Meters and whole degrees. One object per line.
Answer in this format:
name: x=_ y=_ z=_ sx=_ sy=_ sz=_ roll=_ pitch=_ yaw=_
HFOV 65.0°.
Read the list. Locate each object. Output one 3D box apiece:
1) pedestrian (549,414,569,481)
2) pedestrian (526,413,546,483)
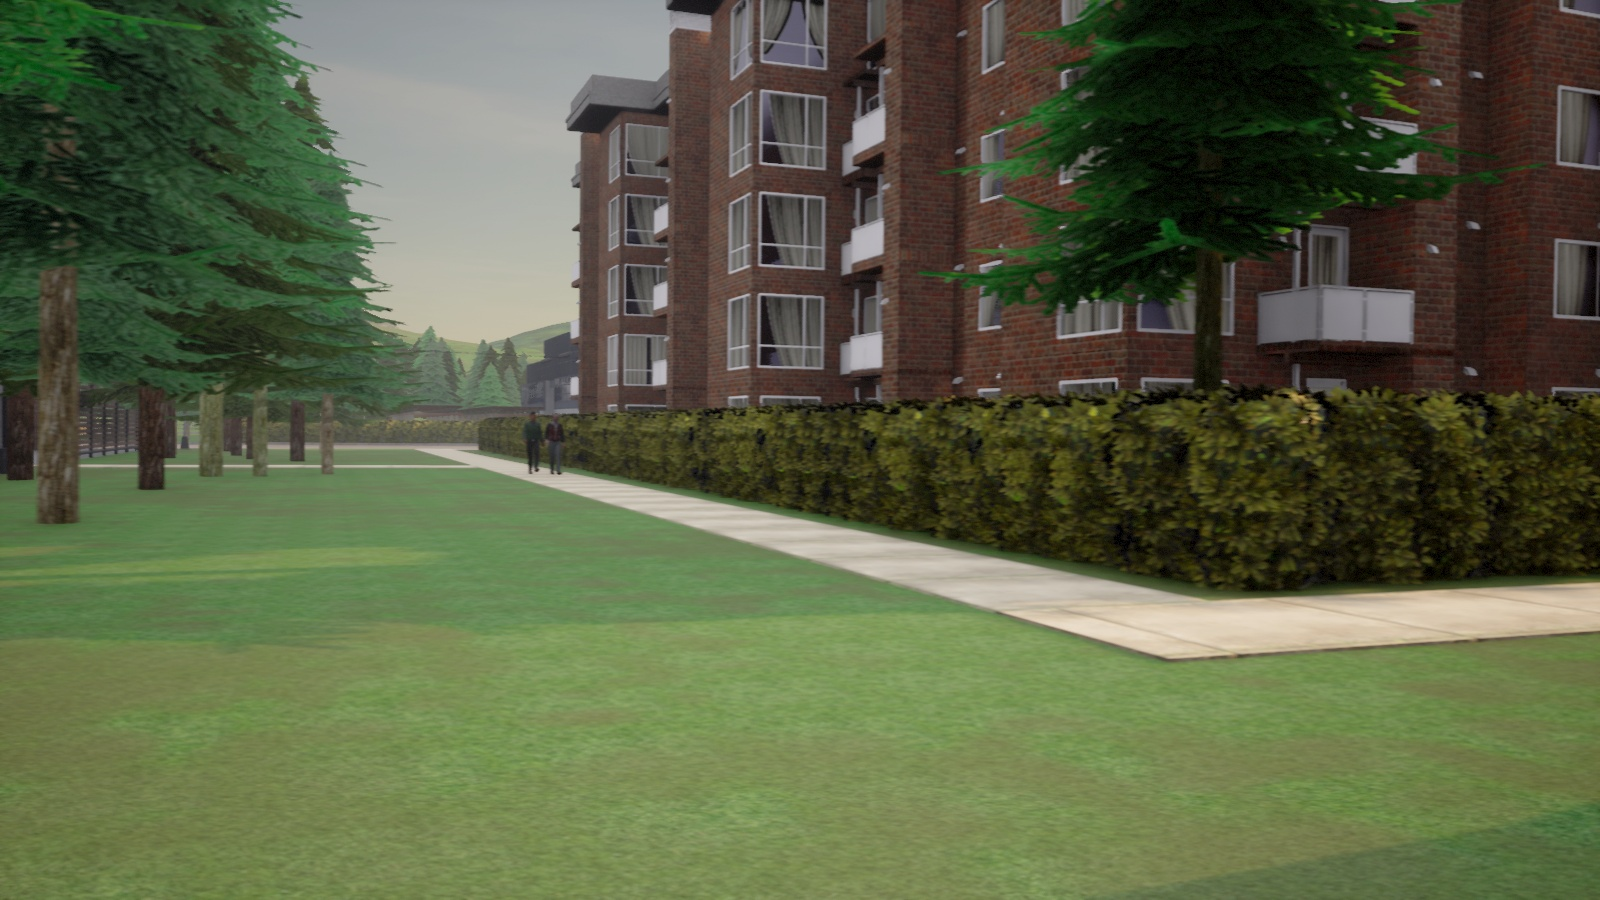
pedestrian: x=-6.773 y=-0.074 z=35.288 sx=0.376 sy=1.854 sz=0.720 roll=-1 pitch=1 yaw=-21
pedestrian: x=-7.467 y=-0.071 z=35.543 sx=0.423 sy=1.949 sz=0.788 roll=-1 pitch=1 yaw=-20
